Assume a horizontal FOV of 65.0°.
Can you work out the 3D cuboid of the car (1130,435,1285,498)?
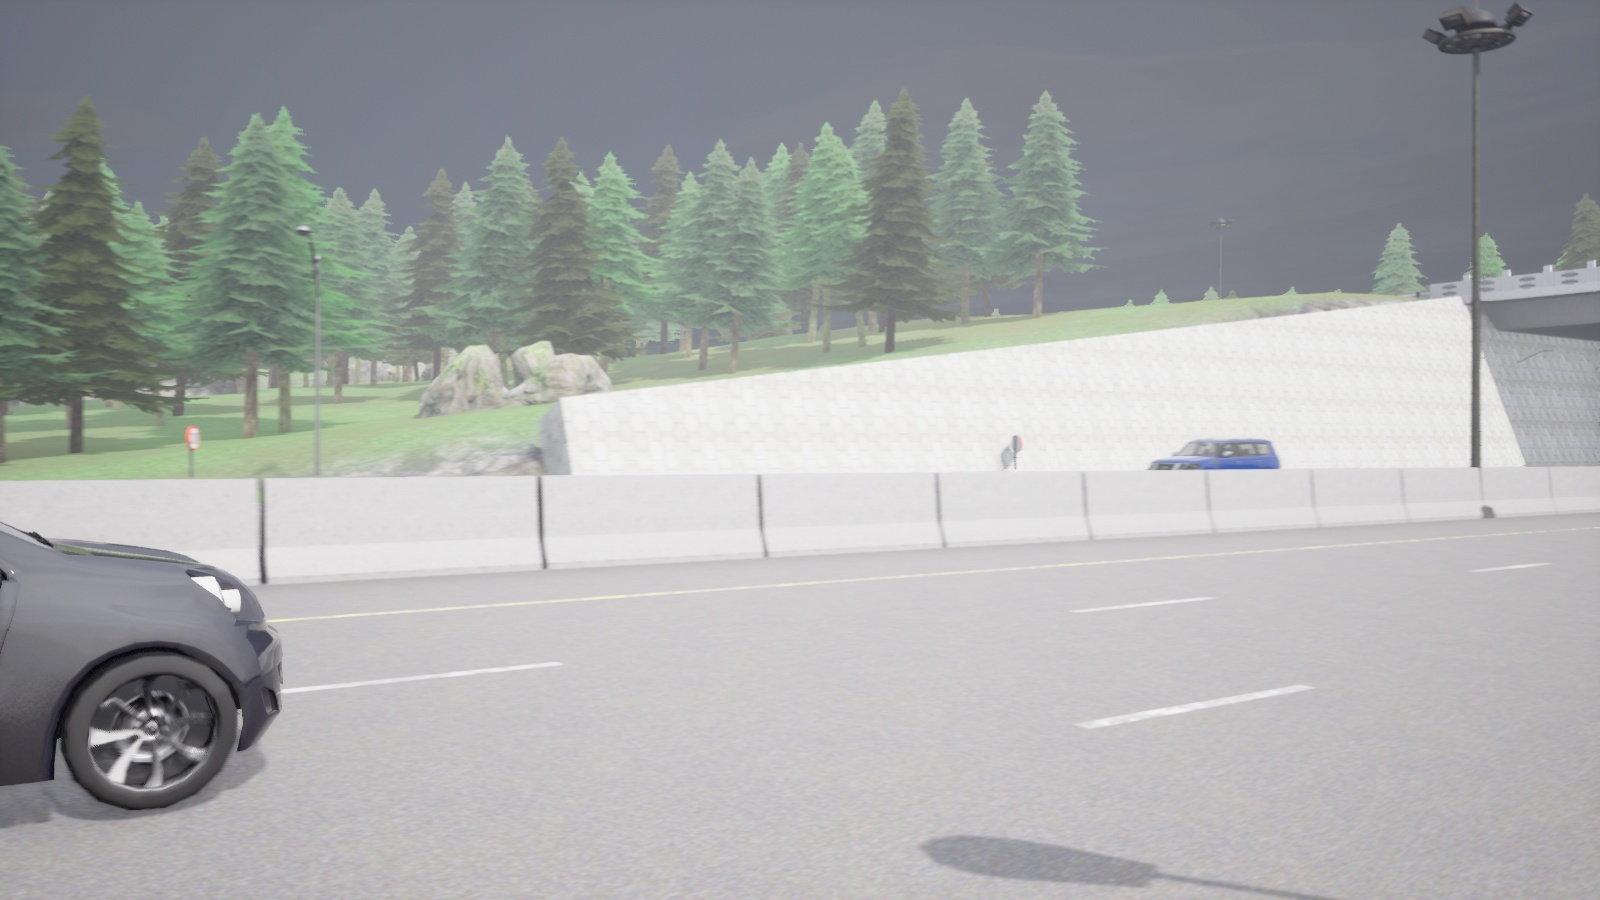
[{"bbox_3d":[14.093,0.542,43.319,5.566,2.045,2.150,0,0,-35],"label":"car"}]

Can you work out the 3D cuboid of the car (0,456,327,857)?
[{"bbox_3d":[-4.048,0.780,5.106,3.633,1.501,1.845,0,0,-35],"label":"car"}]
